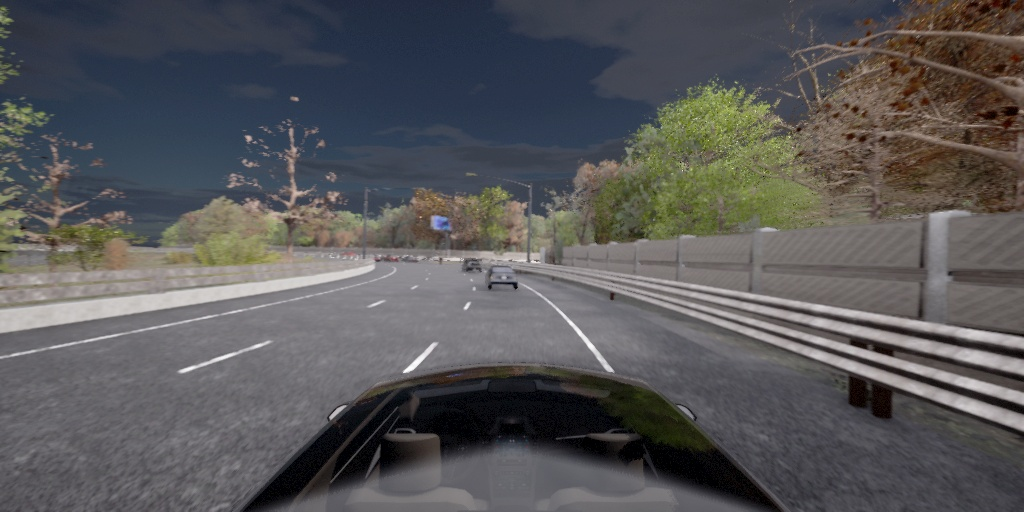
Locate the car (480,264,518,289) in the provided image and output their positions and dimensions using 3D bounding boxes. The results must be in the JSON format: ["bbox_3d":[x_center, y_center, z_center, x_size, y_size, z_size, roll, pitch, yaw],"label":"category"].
[{"bbox_3d":[-0.753,1.296,23.194,2.033,1.411,5.357,2,0,-7],"label":"car"}]

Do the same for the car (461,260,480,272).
[{"bbox_3d":[-4.962,1.216,43.397,1.837,1.490,4.892,2,-1,-17],"label":"car"}]
